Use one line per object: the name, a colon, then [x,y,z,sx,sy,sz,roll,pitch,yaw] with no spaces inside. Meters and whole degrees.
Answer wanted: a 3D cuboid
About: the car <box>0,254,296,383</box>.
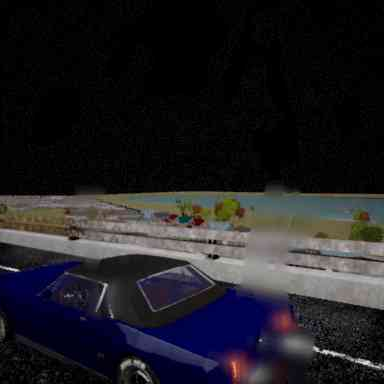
car: [-1.135,1.599,4.762,4.718,1.301,1.895,0,0,35]
